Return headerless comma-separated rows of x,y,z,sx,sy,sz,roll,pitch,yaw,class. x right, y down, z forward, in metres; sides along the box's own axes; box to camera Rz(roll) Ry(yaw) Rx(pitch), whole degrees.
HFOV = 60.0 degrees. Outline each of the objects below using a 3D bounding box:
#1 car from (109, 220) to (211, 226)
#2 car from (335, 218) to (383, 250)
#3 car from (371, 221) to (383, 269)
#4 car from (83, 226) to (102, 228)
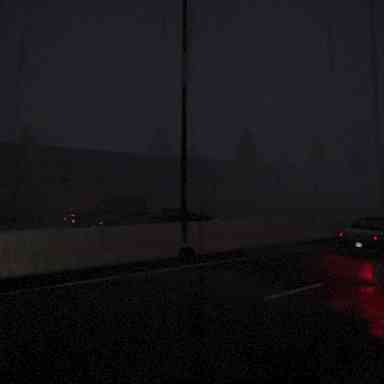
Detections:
-1.147,1.557,16.070,4.902,1.511,2.128,1,0,-35,car
8.086,1.717,13.811,4.718,1.301,1.895,1,0,-35,car
6.963,1.563,8.712,5.008,1.535,1.882,1,0,-35,car
-3.574,1.626,18.638,4.181,1.385,1.994,1,0,-35,car
